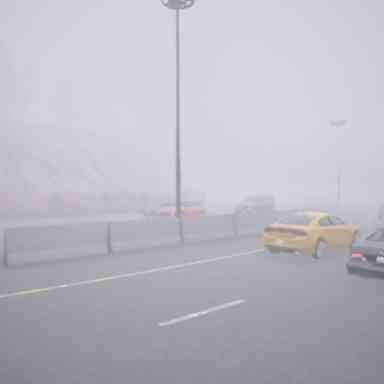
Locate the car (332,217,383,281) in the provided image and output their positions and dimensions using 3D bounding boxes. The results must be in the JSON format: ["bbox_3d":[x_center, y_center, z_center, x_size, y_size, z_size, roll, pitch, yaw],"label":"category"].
[{"bbox_3d":[6.086,1.560,9.124,5.357,1.411,2.033,0,0,-43],"label":"car"}]

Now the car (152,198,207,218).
[{"bbox_3d":[-0.740,1.458,27.630,2.097,1.767,4.553,0,0,40],"label":"car"}]

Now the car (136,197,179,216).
[{"bbox_3d":[-3.590,1.497,35.294,2.097,1.767,4.553,0,0,36],"label":"car"}]

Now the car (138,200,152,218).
[{"bbox_3d":[-2.382,1.630,31.071,1.837,1.490,4.892,0,0,38],"label":"car"}]

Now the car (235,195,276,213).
[{"bbox_3d":[5.974,1.315,30.601,2.150,2.045,5.566,0,0,34],"label":"car"}]

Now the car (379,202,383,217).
[{"bbox_3d":[17.920,1.394,29.634,2.097,1.767,4.553,0,0,31],"label":"car"}]

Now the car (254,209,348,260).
[{"bbox_3d":[4.714,1.508,12.757,5.008,1.535,1.882,0,0,-43],"label":"car"}]
